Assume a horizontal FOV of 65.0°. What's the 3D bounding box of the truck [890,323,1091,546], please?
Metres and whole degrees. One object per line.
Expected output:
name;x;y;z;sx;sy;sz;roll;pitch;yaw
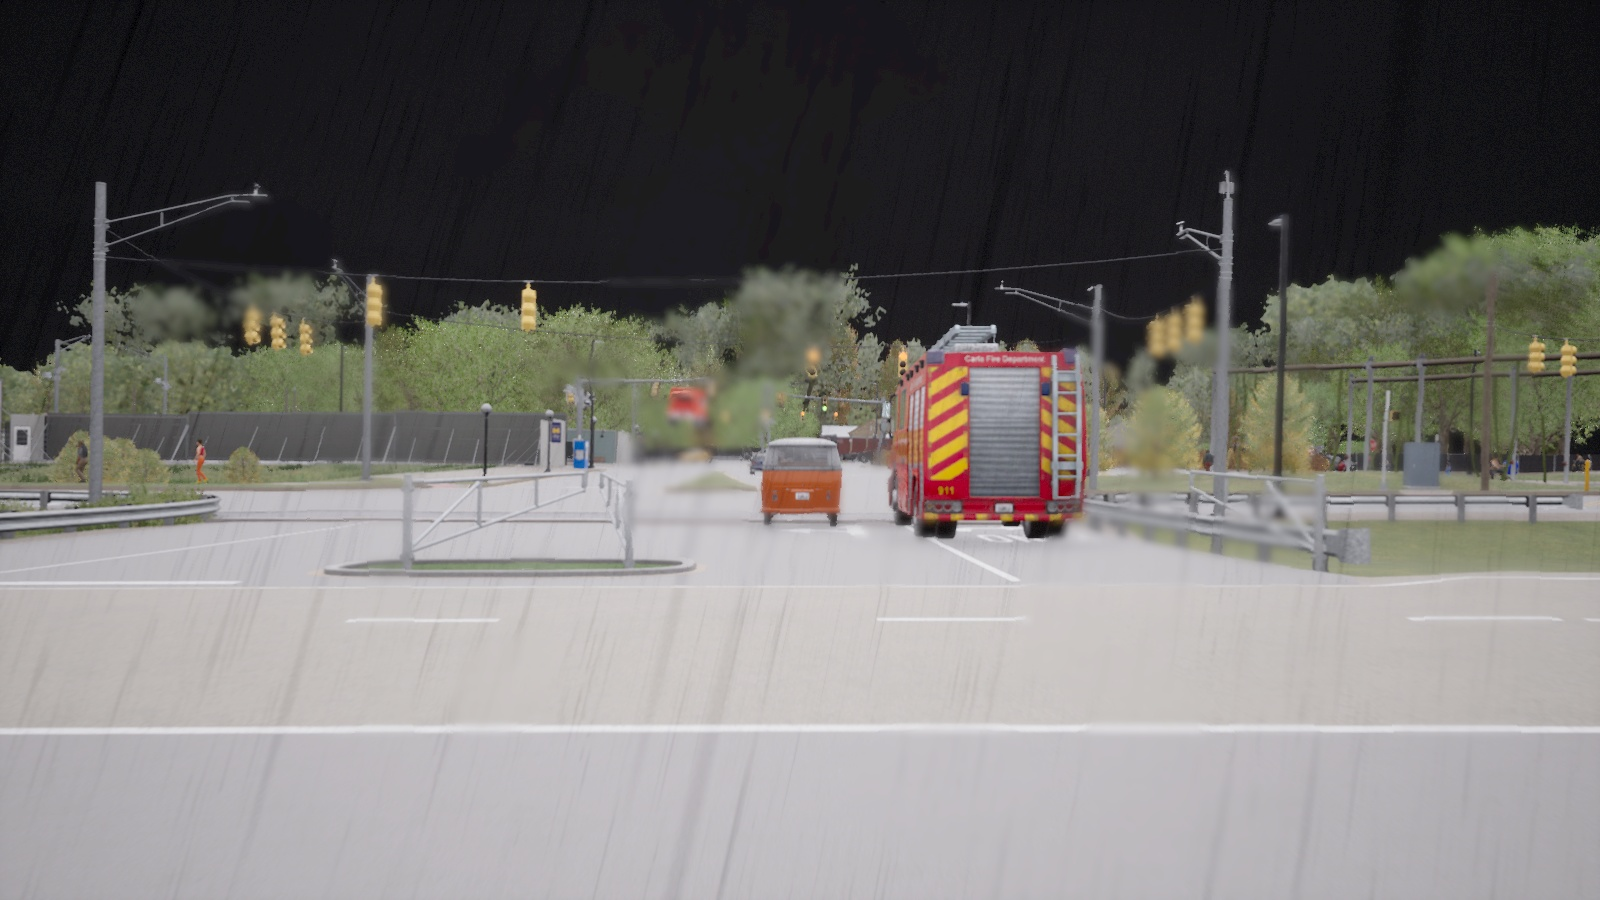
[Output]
truck;3.587;-0.199;25.871;2.891;3.827;8.468;0;-1;0

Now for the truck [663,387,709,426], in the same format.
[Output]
truck;-8.132;-3.081;90.028;2.627;2.467;5.204;3;0;1

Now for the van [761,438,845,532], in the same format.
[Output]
van;0.073;0.719;29.074;1.775;1.987;4.442;0;1;0

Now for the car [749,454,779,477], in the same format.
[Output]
car;-2.497;1.041;86.238;1.789;1.549;3.705;1;-1;-5

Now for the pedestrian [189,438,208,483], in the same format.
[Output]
pedestrian;-24.748;0.423;51.687;0.594;1.836;0.345;2;1;-2

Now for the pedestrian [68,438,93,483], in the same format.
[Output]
pedestrian;-29.931;0.440;52.247;0.694;1.848;0.540;2;1;1
